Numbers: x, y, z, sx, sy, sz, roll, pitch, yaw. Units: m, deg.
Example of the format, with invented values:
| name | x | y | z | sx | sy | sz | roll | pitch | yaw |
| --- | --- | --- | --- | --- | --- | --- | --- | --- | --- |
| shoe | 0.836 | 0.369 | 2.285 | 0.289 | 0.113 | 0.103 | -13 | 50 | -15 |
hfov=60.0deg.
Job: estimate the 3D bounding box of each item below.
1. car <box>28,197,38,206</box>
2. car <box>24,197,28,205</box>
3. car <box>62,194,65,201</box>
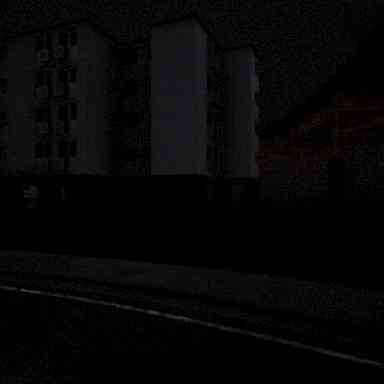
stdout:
| name | x | y | z | sx | sy | sz | roll | pitch | yaw |
| --- | --- | --- | --- | --- | --- | --- | --- | --- | --- |
| car | -25.081 | 1.533 | 55.726 | 1.812 | 1.442 | 4.674 | 0 | 0 | -2 |
| car | -28.579 | 1.573 | 55.632 | 1.994 | 1.385 | 4.181 | 0 | 0 | -2 |
| car | -28.363 | 1.204 | 72.777 | 2.097 | 1.767 | 4.553 | 0 | 0 | -23 |
